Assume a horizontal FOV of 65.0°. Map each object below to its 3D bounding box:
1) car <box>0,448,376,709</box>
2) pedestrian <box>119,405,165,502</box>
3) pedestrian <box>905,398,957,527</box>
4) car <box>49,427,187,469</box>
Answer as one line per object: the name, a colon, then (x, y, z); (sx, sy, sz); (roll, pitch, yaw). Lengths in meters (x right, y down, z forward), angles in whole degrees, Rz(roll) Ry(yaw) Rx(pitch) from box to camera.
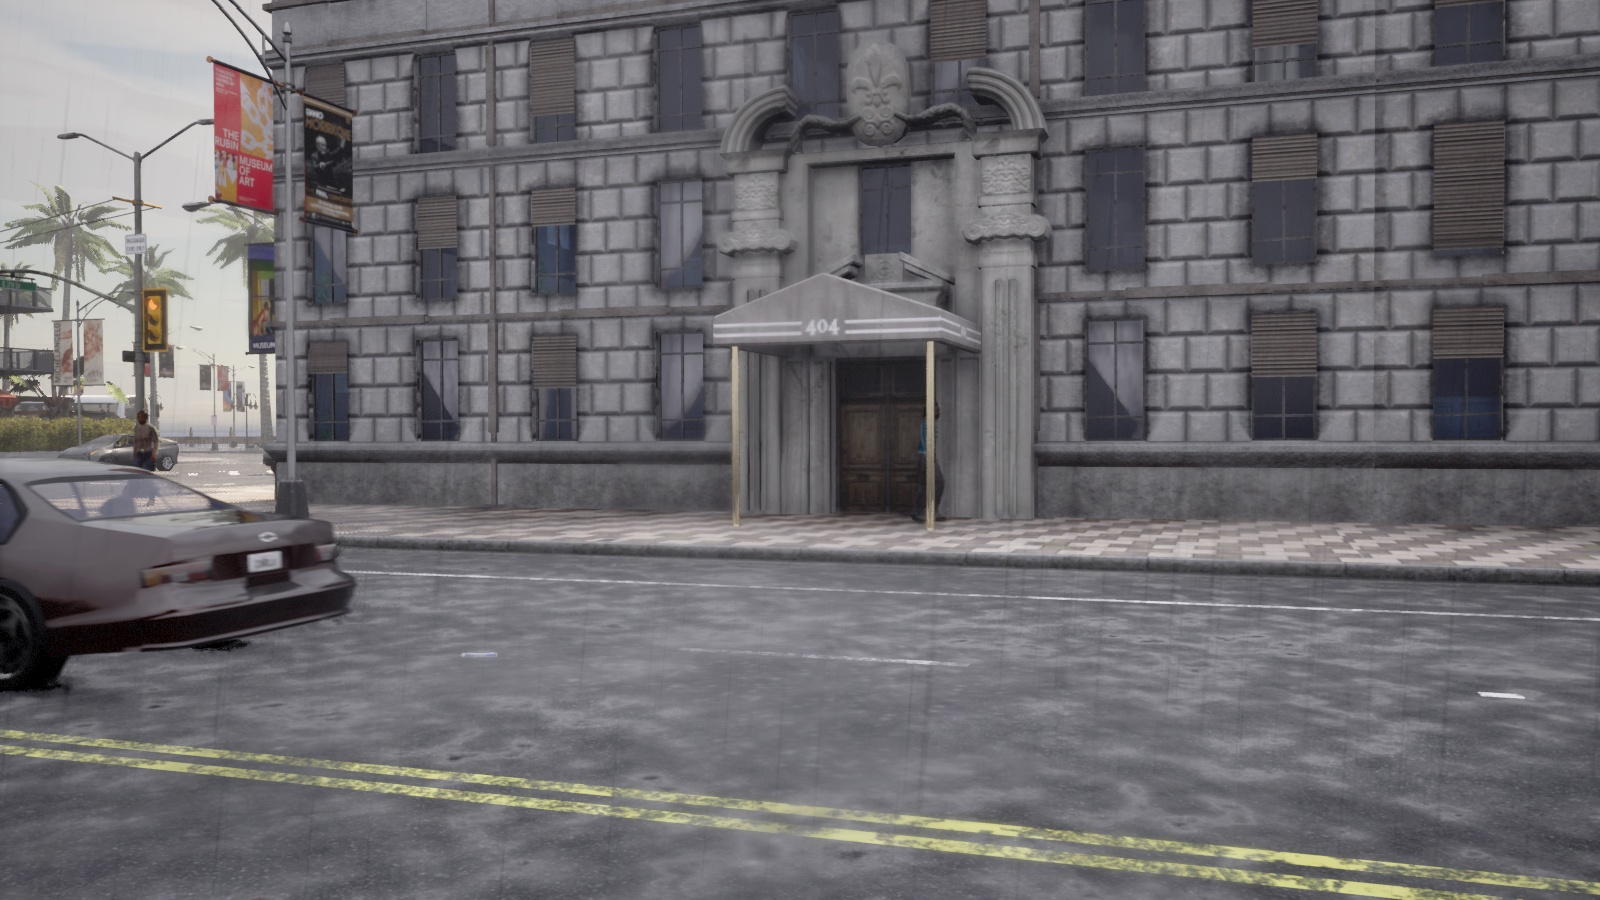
car: (-5.885, 0.711, 8.833); (5.357, 1.411, 2.033); (1, 1, 18)
pedestrian: (-12.445, 0.056, 23.770); (0.328, 1.805, 0.869); (0, 1, 6)
pedestrian: (2.001, 0.184, 19.159); (0.692, 1.930, 0.396); (1, 1, 22)
car: (-26.233, -0.102, 48.491); (2.007, 1.525, 4.514); (1, 1, 19)
